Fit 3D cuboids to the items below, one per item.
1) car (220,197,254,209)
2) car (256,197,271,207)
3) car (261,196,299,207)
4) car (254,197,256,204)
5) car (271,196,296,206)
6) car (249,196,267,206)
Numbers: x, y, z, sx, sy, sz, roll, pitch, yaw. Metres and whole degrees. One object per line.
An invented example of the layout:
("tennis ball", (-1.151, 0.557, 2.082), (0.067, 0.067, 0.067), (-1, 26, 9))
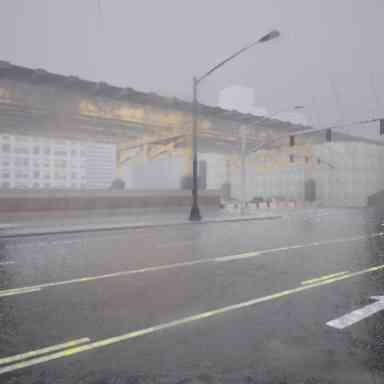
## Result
("car", (5.193, 1.243, 42.213), (4.536, 1.218, 1.853), (0, 0, 8))
("car", (8.990, 1.393, 44.891), (2.038, 1.542, 4.974), (0, 0, 18))
("car", (12.901, 1.383, 48.650), (4.974, 1.542, 2.038), (0, 0, -7))
("car", (5.244, 1.401, 42.206), (4.974, 1.542, 2.038), (0, 0, 8))
("car", (12.849, 1.226, 48.643), (4.536, 1.218, 1.853), (0, 0, -7))
("car", (9.005, 1.235, 44.940), (1.853, 1.218, 4.536), (0, 0, 18))
